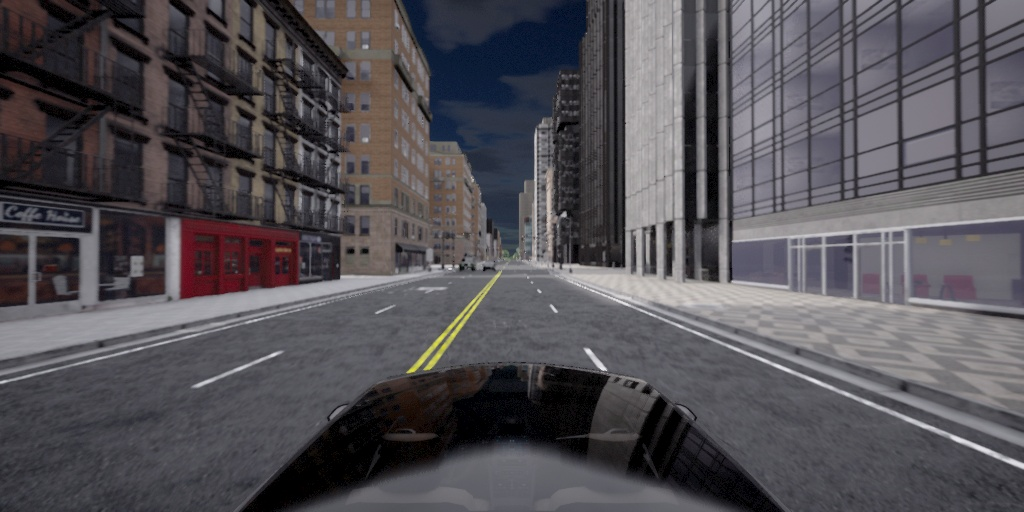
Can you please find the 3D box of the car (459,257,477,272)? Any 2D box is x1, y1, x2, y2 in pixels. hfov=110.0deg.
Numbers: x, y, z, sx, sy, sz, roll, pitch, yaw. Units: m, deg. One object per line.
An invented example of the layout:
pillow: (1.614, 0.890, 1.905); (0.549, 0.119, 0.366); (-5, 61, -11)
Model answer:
car: (-6.513, 1.219, 53.277); (2.150, 2.045, 5.566); (0, 0, 0)

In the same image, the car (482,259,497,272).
car: (-3.271, 1.512, 52.544); (1.837, 1.490, 4.892); (0, -1, 0)
